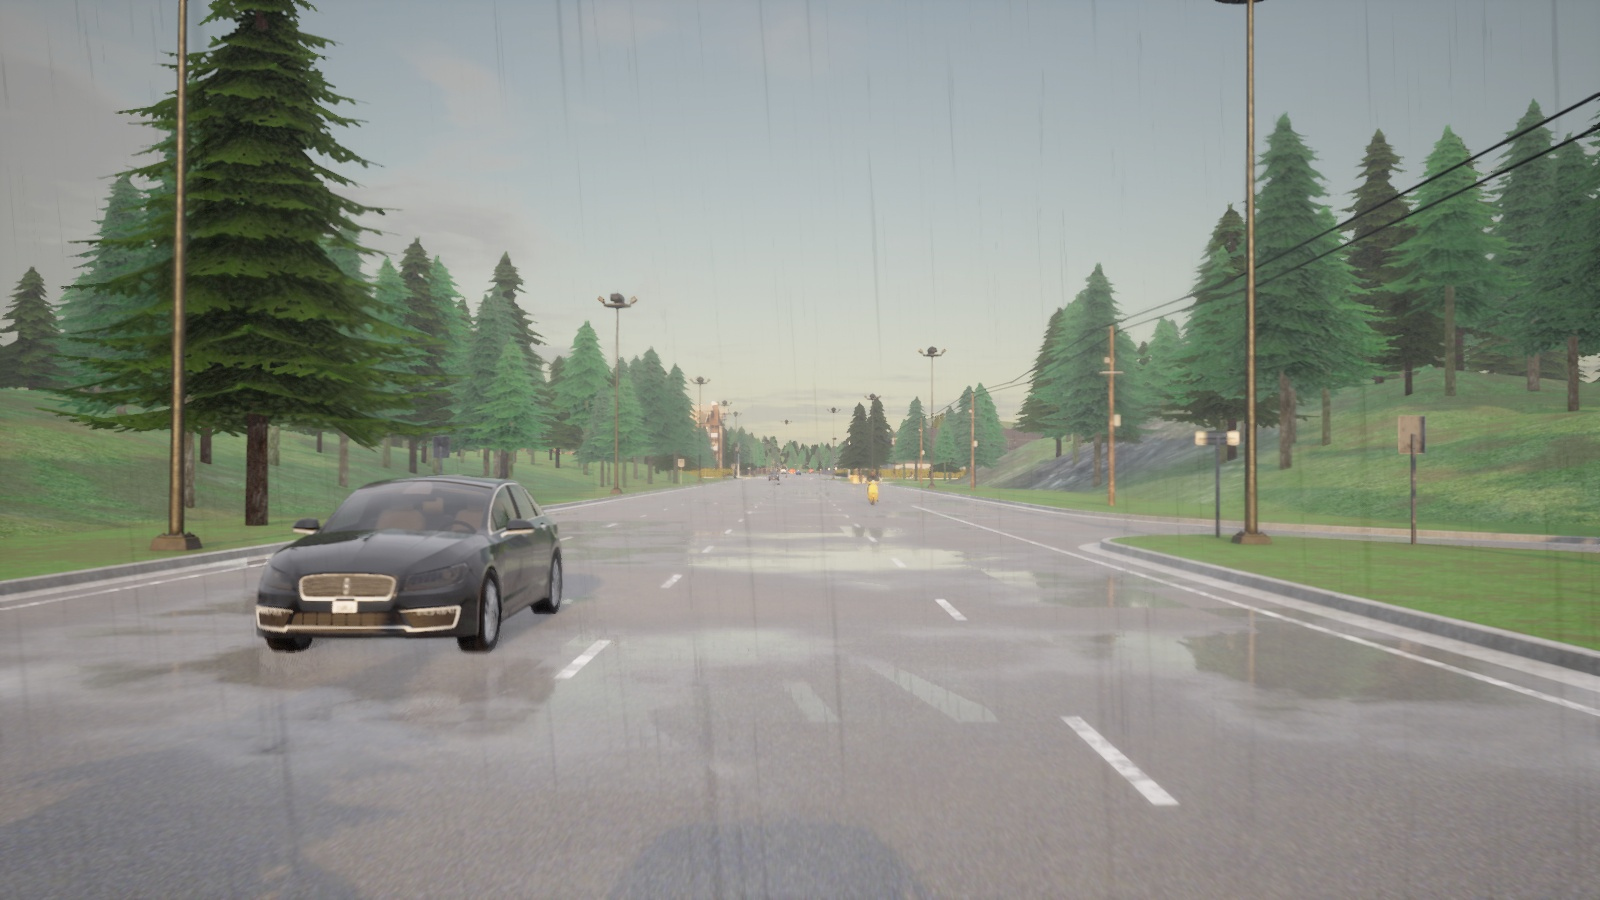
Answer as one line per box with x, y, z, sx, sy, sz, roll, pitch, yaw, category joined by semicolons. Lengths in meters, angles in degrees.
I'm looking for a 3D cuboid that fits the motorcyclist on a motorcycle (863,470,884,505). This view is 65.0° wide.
3.360;1.718;57.556;0.866;1.590;1.817;0;-1;0;motorcyclist on a motorcycle

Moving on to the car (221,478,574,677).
-3.529;1.036;12.096;1.837;1.490;4.892;0;-1;0;car
